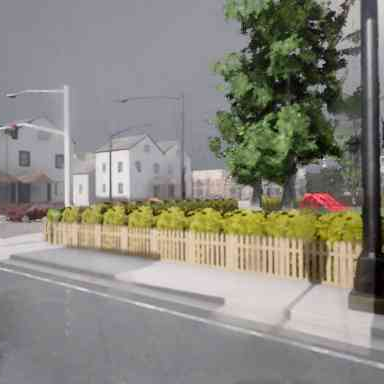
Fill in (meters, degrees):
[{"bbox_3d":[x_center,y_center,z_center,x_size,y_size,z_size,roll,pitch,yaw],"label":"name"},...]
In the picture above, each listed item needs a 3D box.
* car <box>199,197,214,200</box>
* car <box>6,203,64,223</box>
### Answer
[{"bbox_3d":[2.014,1.583,50.471,2.097,1.767,4.553,-1,0,35],"label":"car"},{"bbox_3d":[-13.200,1.744,28.480,1.882,1.535,5.008,-1,1,35],"label":"car"}]
